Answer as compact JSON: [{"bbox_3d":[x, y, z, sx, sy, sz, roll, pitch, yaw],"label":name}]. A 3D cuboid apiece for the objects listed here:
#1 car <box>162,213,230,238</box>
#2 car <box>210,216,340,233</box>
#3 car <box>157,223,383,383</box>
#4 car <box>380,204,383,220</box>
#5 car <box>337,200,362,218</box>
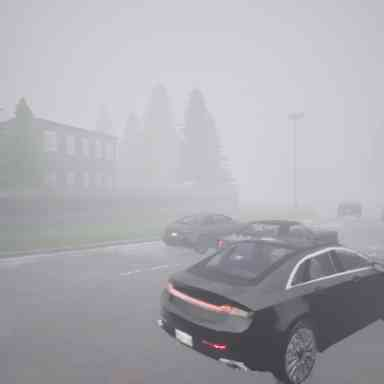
[{"bbox_3d":[0.803,1.563,13.853,4.181,1.385,1.994,0,0,-42],"label":"car"},{"bbox_3d":[3.002,1.600,11.032,4.718,1.301,1.895,0,0,-42],"label":"car"},{"bbox_3d":[1.771,1.490,5.431,4.902,1.511,2.128,0,0,-39],"label":"car"},{"bbox_3d":[16.962,1.475,27.845,1.882,1.535,5.008,0,0,29],"label":"car"},{"bbox_3d":[14.559,1.476,30.726,1.882,1.535,5.008,1,0,27],"label":"car"}]
